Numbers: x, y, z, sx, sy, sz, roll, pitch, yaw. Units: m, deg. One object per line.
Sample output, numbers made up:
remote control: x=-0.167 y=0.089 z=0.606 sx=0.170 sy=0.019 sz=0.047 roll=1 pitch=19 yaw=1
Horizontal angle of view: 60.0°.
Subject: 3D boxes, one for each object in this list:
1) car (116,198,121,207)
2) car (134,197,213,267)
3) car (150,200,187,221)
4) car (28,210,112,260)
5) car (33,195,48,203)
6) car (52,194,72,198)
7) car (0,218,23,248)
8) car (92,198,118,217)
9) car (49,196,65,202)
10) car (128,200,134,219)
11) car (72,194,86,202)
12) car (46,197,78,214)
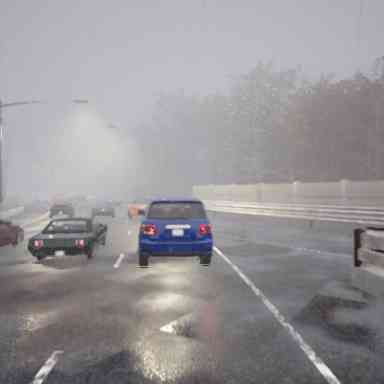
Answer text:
car: x=-12.179 y=1.538 z=50.027 sx=1.895 sy=1.301 sz=4.718 roll=0 pitch=0 yaw=-27
car: x=-0.701 y=1.192 z=11.555 sx=2.150 sy=2.045 sz=5.566 roll=0 pitch=0 yaw=-7
car: x=-2.056 y=1.475 z=27.831 sx=1.812 sy=1.442 sz=4.674 roll=-1 pitch=0 yaw=-20
car: x=-4.330 y=1.589 z=12.432 sx=1.895 sy=1.301 sz=4.718 roll=0 pitch=0 yaw=-7
car: x=-29.012 y=1.346 z=63.943 sx=1.812 sy=1.442 sz=4.674 roll=0 pitch=0 yaw=-39
car: x=-26.222 y=1.162 z=66.056 sx=2.097 sy=1.767 sz=4.553 roll=0 pitch=0 yaw=-39
car: x=-7.839 y=1.526 z=12.139 sx=1.812 sy=1.442 sz=4.674 roll=0 pitch=0 yaw=-7
car: x=-8.208 y=1.528 z=30.594 sx=1.994 sy=1.385 sz=4.181 roll=0 pitch=0 yaw=-17
car: x=-31.533 y=1.540 z=77.597 sx=1.895 sy=1.301 sz=4.718 roll=0 pitch=0 yaw=-45
car: x=-4.487 y=1.309 z=29.176 sx=2.097 sy=1.767 sz=4.553 roll=1 pitch=0 yaw=-10
car: x=-23.451 y=1.148 z=68.193 sx=2.097 sy=1.767 sz=4.553 roll=0 pitch=0 yaw=-39
car: x=-11.730 y=1.481 z=30.247 sx=1.837 sy=1.490 sz=4.892 roll=0 pitch=0 yaw=-17
